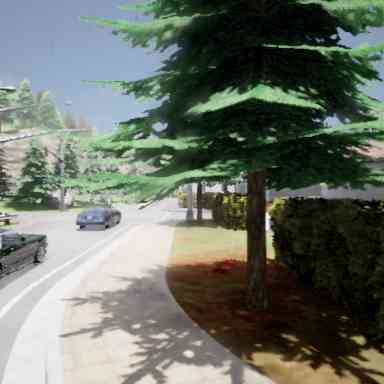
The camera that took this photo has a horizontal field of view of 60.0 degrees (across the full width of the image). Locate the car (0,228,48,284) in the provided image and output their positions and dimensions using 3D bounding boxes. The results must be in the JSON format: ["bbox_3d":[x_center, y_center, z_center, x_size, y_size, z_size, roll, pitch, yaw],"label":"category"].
[{"bbox_3d":[-5.415,1.591,8.711,1.895,1.301,4.718,0,0,-5],"label":"car"}]

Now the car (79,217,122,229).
[{"bbox_3d":[-5.935,1.523,21.652,2.033,1.411,5.357,0,0,-1],"label":"car"}]
